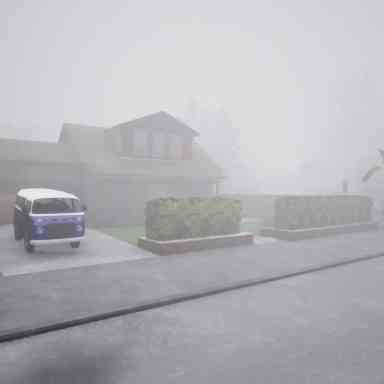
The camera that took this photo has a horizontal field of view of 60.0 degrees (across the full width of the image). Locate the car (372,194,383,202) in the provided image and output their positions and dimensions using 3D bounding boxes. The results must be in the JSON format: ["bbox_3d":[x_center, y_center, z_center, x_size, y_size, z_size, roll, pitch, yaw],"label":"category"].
[{"bbox_3d":[24.018,0.986,40.753,3.866,1.878,1.905,0,0,0],"label":"car"}]

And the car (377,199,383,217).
[{"bbox_3d":[16.437,1.492,23.821,2.128,1.511,4.902,0,0,-41],"label":"car"}]
